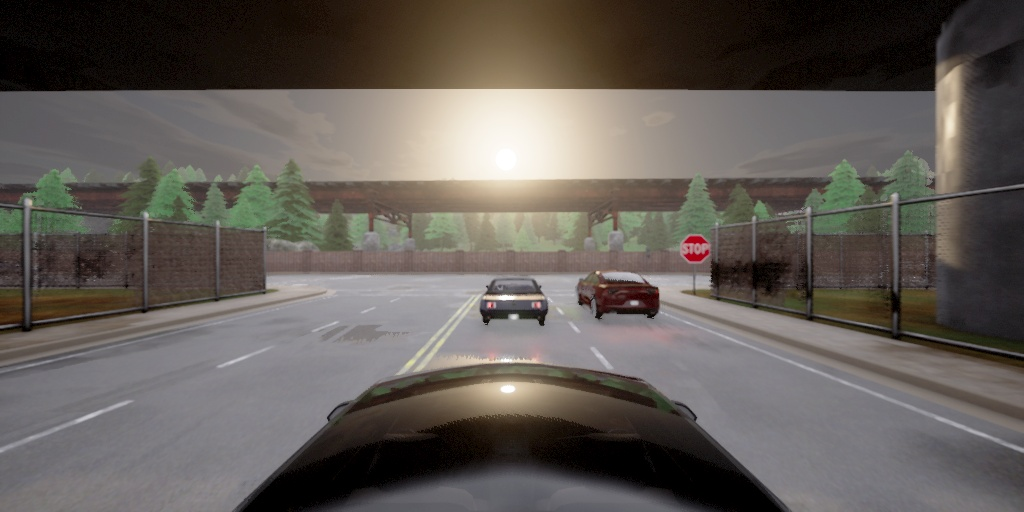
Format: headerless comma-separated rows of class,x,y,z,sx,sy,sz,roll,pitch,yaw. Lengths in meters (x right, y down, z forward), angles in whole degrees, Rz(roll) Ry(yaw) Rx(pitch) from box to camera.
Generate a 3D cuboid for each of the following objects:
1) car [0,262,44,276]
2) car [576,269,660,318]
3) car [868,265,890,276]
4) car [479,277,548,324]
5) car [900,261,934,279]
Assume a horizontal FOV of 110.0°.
car,-49.648,1.269,35.365,5.357,1.411,2.033,0,0,0
car,3.562,1.218,12.880,1.882,1.535,5.008,0,0,0
car,37.801,1.245,35.123,4.674,1.442,1.812,0,0,0
car,0.060,1.342,11.831,1.895,1.301,4.718,0,0,0
car,37.211,1.200,31.635,5.008,1.535,1.882,0,0,1
